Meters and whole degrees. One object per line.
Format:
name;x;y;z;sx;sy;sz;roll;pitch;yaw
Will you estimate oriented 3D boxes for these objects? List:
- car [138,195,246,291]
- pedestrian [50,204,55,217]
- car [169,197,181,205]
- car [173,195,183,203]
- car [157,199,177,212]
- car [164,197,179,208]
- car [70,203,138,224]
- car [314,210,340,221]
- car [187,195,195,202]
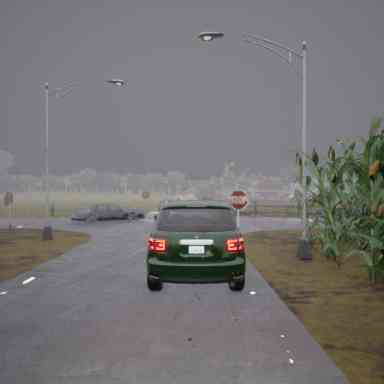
car;0.086;1.217;9.153;2.150;2.045;5.566;0;0;0
pedestrian;-12.238;1.612;29.166;0.500;1.100;0.500;0;2;0
car;-2.941;1.557;58.380;1.994;1.385;4.181;0;0;0
car;-2.889;1.473;68.441;1.882;1.535;5.008;0;0;0
car;-2.924;1.552;39.833;1.994;1.385;4.181;0;0;0
car;-2.933;1.468;48.567;1.882;1.535;5.008;0;0;0
car;-6.280;1.549;24.872;5.357;1.411;2.033;-1;1;-22
car;12.562;1.522;26.282;5.357;1.411;2.033;0;2;0
car;-0.157;1.479;80.817;1.882;1.535;5.008;0;0;0
